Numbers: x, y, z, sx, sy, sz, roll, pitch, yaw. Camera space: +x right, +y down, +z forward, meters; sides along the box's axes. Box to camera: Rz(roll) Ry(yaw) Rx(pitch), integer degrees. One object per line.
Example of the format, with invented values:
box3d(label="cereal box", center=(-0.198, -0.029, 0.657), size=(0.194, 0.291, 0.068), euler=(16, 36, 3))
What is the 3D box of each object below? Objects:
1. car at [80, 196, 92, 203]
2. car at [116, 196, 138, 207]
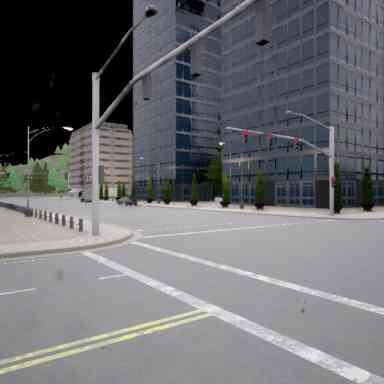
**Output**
box3d(label="car", center=(-20.607, 1.492, 65.729), size=(2.033, 1.411, 5.357), euler=(0, 0, -33))
box3d(label="car", center=(-9.923, 1.449, 50.474), size=(1.837, 1.490, 4.892), euler=(0, 0, -35))
